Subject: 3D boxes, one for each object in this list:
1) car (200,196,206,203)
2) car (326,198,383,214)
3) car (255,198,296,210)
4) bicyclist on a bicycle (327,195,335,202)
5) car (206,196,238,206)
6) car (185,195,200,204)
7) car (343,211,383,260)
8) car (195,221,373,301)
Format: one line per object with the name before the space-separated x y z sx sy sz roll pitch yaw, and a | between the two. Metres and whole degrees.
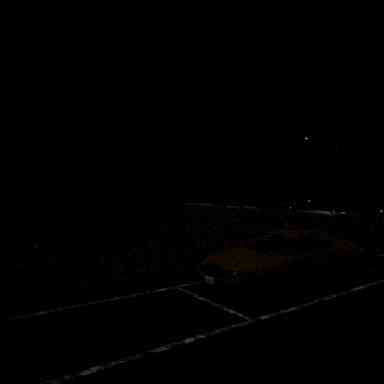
car | 2.276 1.240 53.957 1.895 1.301 4.718 1 0 -34
car | 14.675 1.341 30.209 2.128 1.511 4.902 1 0 -34
car | 9.437 1.367 37.854 1.895 1.301 4.718 1 0 -34
bicyclist on a bicycle | 16.282 1.158 38.904 1.656 1.620 0.582 0 0 -34
car | 4.313 1.247 45.347 1.994 1.385 4.181 1 0 -34
car | -1.283 1.192 53.556 1.895 1.301 4.718 1 0 -34
car | 7.105 1.547 11.641 4.507 1.381 1.887 0 1 -35
car | 2.345 1.526 8.337 4.829 1.417 1.752 0 1 -35
